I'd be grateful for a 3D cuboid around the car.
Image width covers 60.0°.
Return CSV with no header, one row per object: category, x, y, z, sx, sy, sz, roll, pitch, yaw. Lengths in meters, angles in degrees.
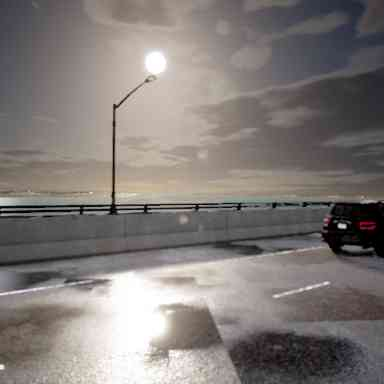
car,7.614,1.349,13.567,5.566,2.045,2.150,0,0,-35
